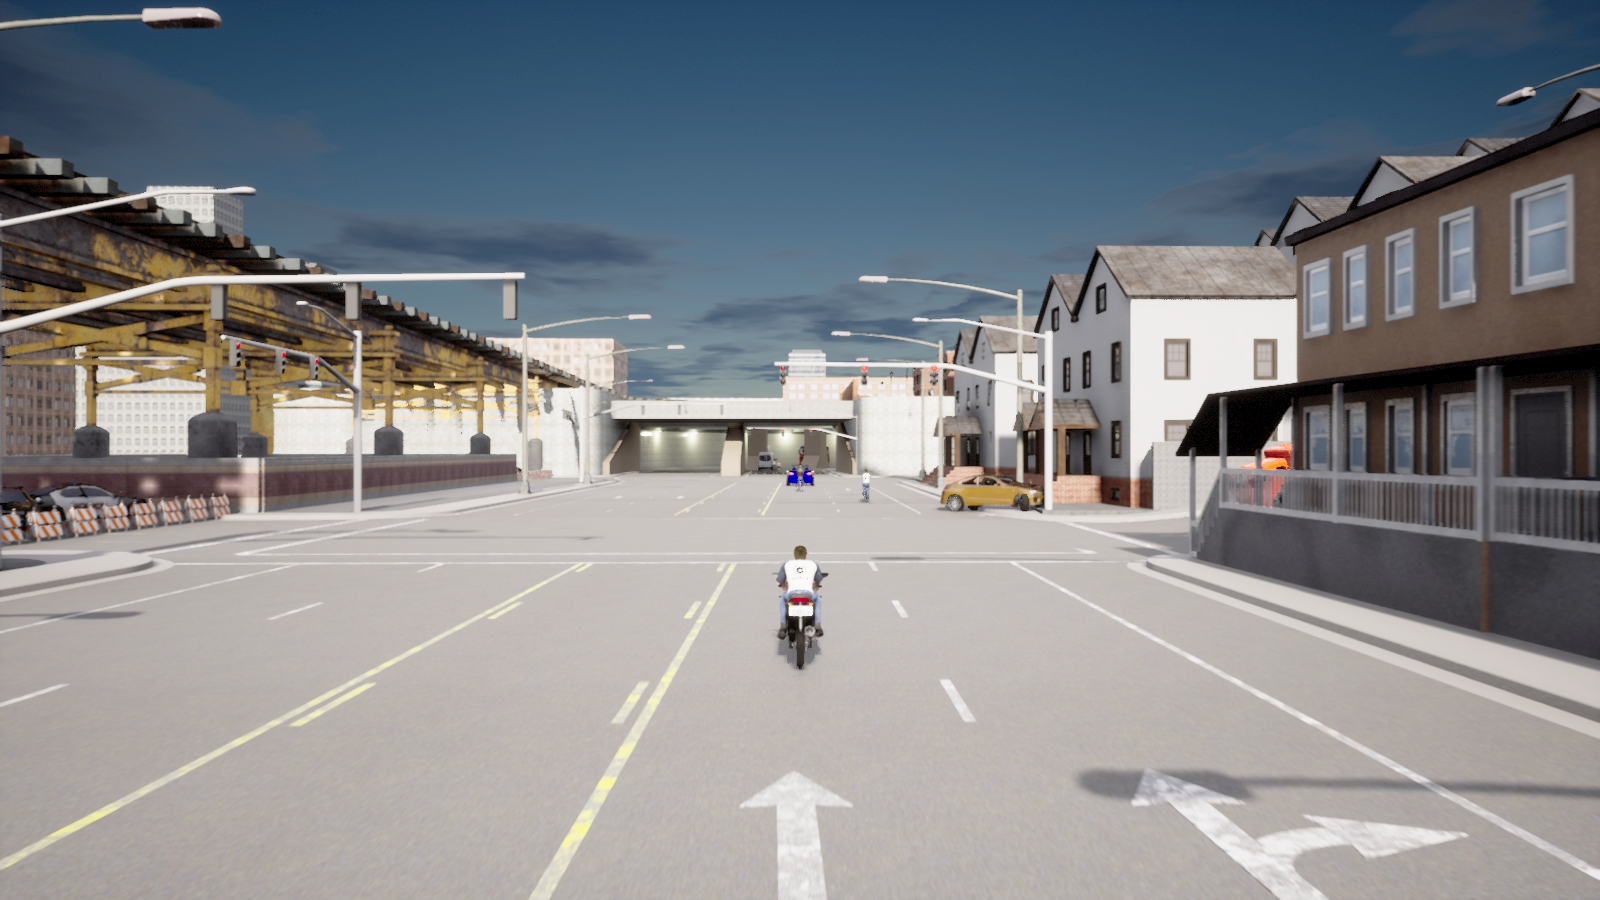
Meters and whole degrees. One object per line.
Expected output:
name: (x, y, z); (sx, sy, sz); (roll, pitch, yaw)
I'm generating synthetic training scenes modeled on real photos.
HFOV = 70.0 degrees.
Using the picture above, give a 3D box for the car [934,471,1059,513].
car: (8.823, 1.913, 51.492); (5.027, 1.651, 2.152); (-3, 0, 36)

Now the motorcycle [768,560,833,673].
motorcycle: (0.006, 2.173, 15.260); (0.803, 1.224, 2.033); (0, 0, 0)

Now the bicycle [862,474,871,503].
bicycle: (3.515, 2.040, 60.748); (0.373, 1.521, 1.643); (0, 0, 0)
